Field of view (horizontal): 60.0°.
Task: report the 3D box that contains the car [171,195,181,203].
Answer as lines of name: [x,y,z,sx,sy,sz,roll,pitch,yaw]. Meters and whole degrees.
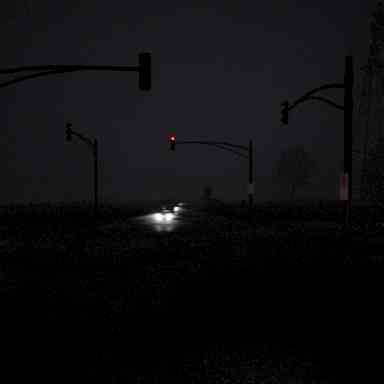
car: [-3.059,1.596,50.887,1.895,1.301,4.718,0,0,0]

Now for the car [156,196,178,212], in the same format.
car: [-2.983,1.486,37.716,2.128,1.511,4.902,0,0,-1]

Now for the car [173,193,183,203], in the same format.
car: [-3.078,1.222,68.455,2.150,2.045,5.566,0,0,0]
